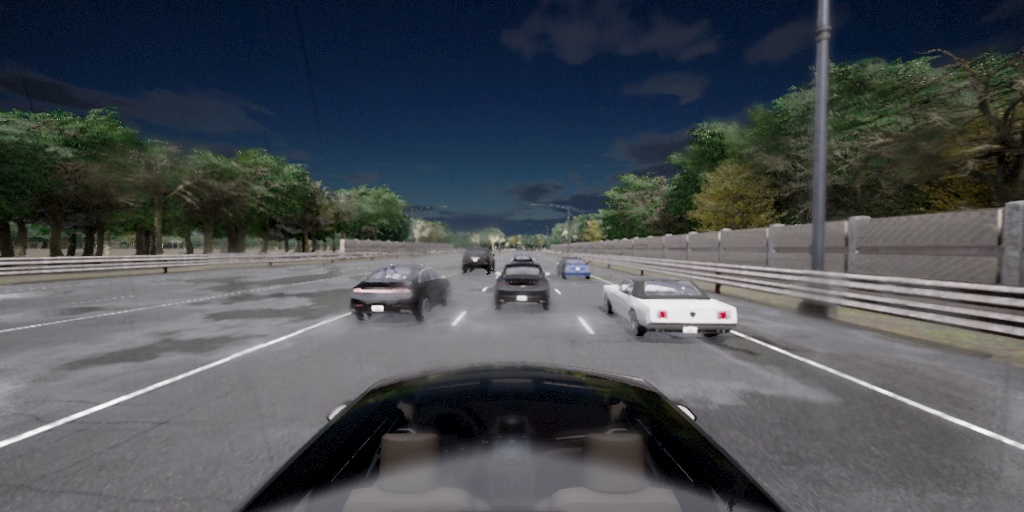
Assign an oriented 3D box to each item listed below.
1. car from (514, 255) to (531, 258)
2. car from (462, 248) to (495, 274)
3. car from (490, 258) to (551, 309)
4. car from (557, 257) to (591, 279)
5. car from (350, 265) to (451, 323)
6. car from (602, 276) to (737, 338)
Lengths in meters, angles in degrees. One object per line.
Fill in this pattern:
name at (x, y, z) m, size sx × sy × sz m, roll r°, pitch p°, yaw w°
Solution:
car at (0.890, 0.623, 29.986) m, size 2.128 × 1.511 × 4.902 m, roll 0°, pitch 1°, yaw 2°
car at (-2.631, 0.351, 29.238) m, size 2.150 × 2.045 × 5.566 m, roll 0°, pitch 1°, yaw 2°
car at (0.399, 0.995, 13.384) m, size 1.837 × 1.490 × 4.892 m, roll 0°, pitch 1°, yaw 2°
car at (4.224, 0.803, 25.013) m, size 2.033 × 1.411 × 5.357 m, roll 0°, pitch 1°, yaw 2°
car at (-3.181, 1.015, 11.133) m, size 2.128 × 1.511 × 4.902 m, roll 0°, pitch 1°, yaw 2°
car at (3.771, 1.192, 9.622) m, size 1.895 × 1.301 × 4.718 m, roll 0°, pitch 1°, yaw 2°
